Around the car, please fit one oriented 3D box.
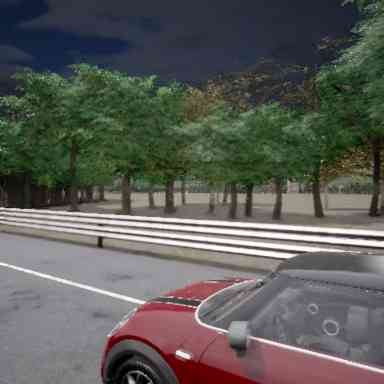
[{"bbox_3d":[1.273,1.355,2.980,4.553,1.767,2.097,0,0,36],"label":"car"}]
